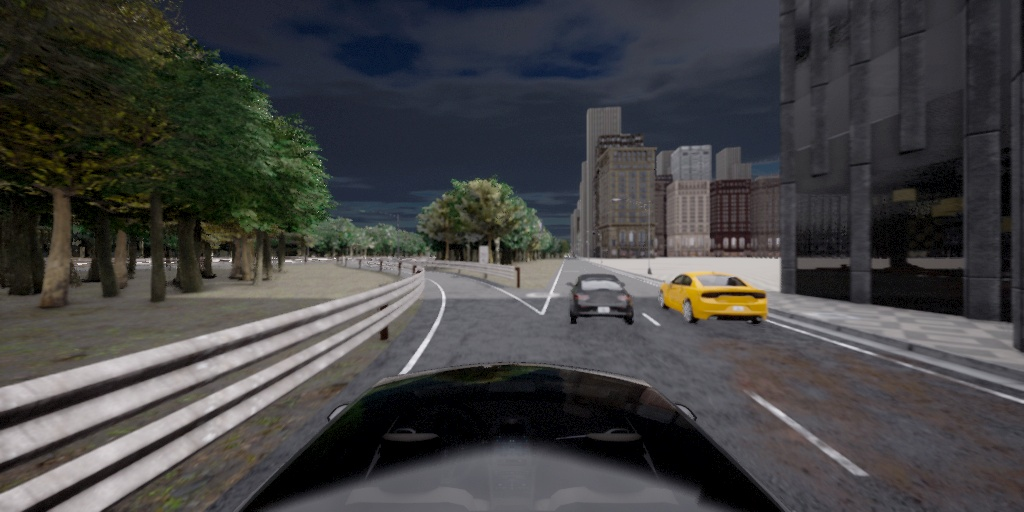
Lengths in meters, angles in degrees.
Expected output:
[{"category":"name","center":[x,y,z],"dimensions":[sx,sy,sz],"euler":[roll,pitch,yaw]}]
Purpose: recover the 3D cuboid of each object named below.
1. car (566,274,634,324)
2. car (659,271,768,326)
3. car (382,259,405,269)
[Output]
[{"category":"car","center":[2.828,1.306,11.984],"dimensions":[1.812,1.442,4.674],"euler":[0,0,9]},{"category":"car","center":[6.366,1.244,11.949],"dimensions":[1.882,1.535,5.008],"euler":[0,0,9]},{"category":"car","center":[-17.757,1.219,54.156],"dimensions":[1.837,1.490,4.892],"euler":[0,1,-37]}]
